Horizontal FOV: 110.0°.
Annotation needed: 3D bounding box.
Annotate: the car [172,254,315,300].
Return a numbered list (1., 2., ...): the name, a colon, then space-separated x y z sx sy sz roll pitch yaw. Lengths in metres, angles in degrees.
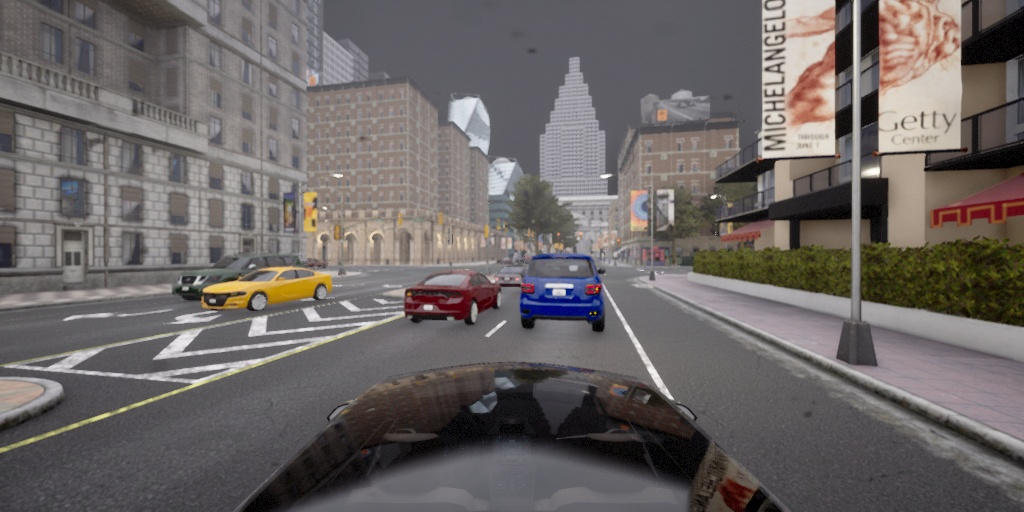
1. car: -12.535 0.924 17.082 2.150 2.045 5.566 0 1 12

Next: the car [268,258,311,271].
1. car: -29.365 1.113 47.374 4.892 1.490 1.837 2 1 11

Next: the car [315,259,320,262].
1. car: -28.504 1.078 50.774 5.008 1.535 1.882 0 0 11

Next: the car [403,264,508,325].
1. car: -1.699 1.193 11.847 1.882 1.535 5.008 0 0 12

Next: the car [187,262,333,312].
1. car: -9.510 1.191 14.428 1.882 1.535 5.008 0 1 12

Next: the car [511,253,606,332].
1. car: 1.669 0.937 11.046 2.150 2.045 5.566 0 0 12

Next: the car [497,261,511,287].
1. car: 0.233 1.228 21.246 2.033 1.411 5.357 0 0 11
